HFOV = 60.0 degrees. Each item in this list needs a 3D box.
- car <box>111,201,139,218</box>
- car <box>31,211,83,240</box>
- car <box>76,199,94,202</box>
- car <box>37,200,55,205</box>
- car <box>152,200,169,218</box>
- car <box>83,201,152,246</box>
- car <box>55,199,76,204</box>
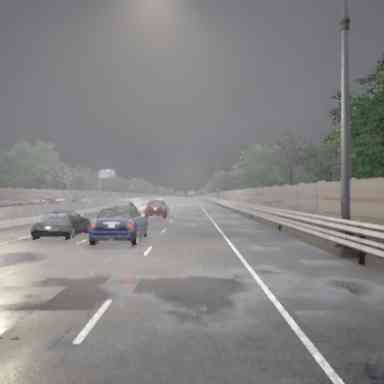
[{"bbox_3d":[-6.905,1.734,34.701,1.882,1.535,5.008,0,0,0],"label":"car"},{"bbox_3d":[-6.902,1.699,17.957,1.994,1.385,4.181,0,0,0],"label":"car"},{"bbox_3d":[-17.557,1.930,56.358,1.812,1.442,4.674,0,0,1],"label":"car"},{"bbox_3d":[-24.549,1.968,56.369,1.994,1.385,4.181,0,0,1],"label":"car"},{"bbox_3d":[-3.405,1.595,32.898,2.097,1.767,4.553,0,0,0],"label":"car"},{"bbox_3d":[-3.404,1.475,16.198,2.097,1.767,4.553,0,0,0],"label":"car"},{"bbox_3d":[-21.053,1.884,56.745,1.882,1.535,5.008,0,0,1],"label":"car"}]
